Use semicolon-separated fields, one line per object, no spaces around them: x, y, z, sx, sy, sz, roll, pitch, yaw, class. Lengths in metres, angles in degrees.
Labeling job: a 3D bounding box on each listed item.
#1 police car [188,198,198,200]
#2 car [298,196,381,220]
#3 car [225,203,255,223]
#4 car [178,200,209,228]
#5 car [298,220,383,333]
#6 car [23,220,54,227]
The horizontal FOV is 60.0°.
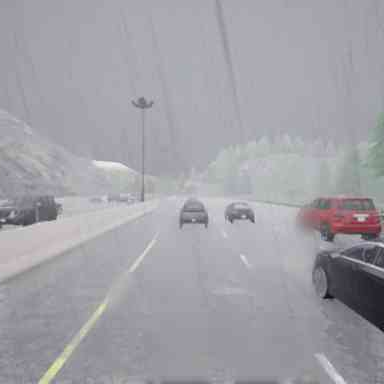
0.109;1.528;41.646;2.038;1.542;4.974;0;0;0;police car
7.116;1.231;16.621;2.150;2.045;5.566;0;0;0;car
3.606;1.541;25.544;1.812;1.442;4.674;0;0;0;car
0.105;1.505;22.464;2.128;1.511;4.902;0;0;0;car
3.601;1.495;5.517;2.128;1.511;4.902;0;0;0;car
-10.595;1.234;21.462;2.150;2.045;5.566;0;0;0;car
